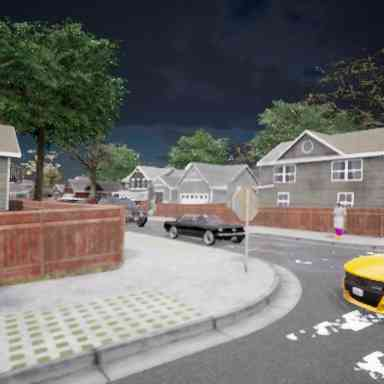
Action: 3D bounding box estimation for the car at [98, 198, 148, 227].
[{"bbox_3d":[-5.340,1.481,24.580,2.150,2.045,5.566,3,-2,-36],"label":"car"}]

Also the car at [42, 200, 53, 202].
[{"bbox_3d":[-18.102,1.821,41.639,2.097,1.767,4.553,3,-2,-38],"label":"car"}]

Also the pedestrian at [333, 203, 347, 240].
[{"bbox_3d":[7.375,1.439,16.705,0.375,1.860,0.375,2,-1,-35],"label":"pedestrian"}]

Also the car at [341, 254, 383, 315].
[{"bbox_3d":[5.375,1.501,6.363,5.008,1.535,1.882,0,-2,-11],"label":"car"}]

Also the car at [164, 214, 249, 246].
[{"bbox_3d":[0.568,1.735,16.185,1.895,1.301,4.718,2,-2,-35],"label":"car"}]

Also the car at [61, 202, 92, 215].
[{"bbox_3d":[-14.626,2.046,41.861,2.128,1.511,4.902,3,-2,-38],"label":"car"}]

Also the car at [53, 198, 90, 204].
[{"bbox_3d":[-11.676,1.595,33.210,2.150,2.045,5.566,3,-2,-37],"label":"car"}]

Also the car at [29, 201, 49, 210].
[{"bbox_3d":[-25.495,2.207,55.246,1.812,1.442,4.674,3,-2,-40],"label":"car"}]
